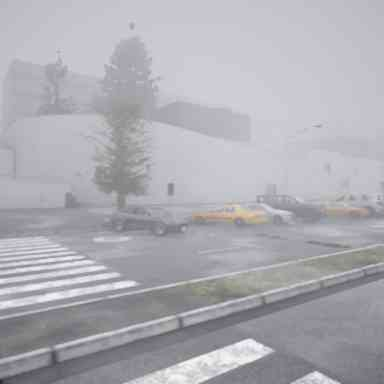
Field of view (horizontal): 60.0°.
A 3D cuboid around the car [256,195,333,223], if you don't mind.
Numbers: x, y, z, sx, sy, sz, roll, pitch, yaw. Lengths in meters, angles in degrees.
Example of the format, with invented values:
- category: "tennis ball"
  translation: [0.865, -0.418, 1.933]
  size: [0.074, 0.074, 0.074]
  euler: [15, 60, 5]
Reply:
- category: "car"
  translation: [7.402, 1.234, 25.488]
  size: [5.566, 2.045, 2.435]
  euler: [-1, -1, 35]

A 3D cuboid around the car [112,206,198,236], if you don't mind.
- category: "car"
  translation: [-2.386, 1.526, 18.519]
  size: [4.792, 1.488, 2.163]
  euler: [-1, -1, 35]

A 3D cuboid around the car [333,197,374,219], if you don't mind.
- category: "car"
  translation: [12.422, 1.445, 28.877]
  size: [5.366, 1.575, 1.946]
  euler: [-1, -1, 35]

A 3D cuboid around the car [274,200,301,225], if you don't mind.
- category: "car"
  translation: [4.927, 1.531, 23.760]
  size: [4.674, 1.452, 2.002]
  euler: [-1, -1, 35]

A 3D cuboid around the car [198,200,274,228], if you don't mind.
- category: "car"
  translation: [2.326, 1.495, 22.115]
  size: [5.366, 1.575, 1.946]
  euler: [-1, 0, 35]

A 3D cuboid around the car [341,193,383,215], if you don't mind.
- category: "car"
  translation: [14.689, 1.176, 30.737]
  size: [5.566, 2.045, 2.435]
  euler: [-1, 0, 35]
